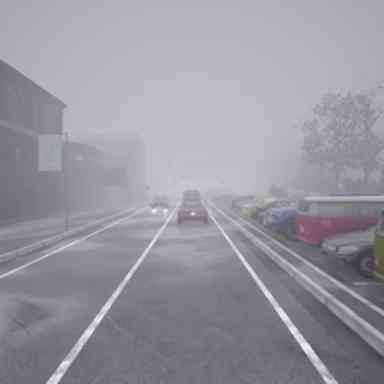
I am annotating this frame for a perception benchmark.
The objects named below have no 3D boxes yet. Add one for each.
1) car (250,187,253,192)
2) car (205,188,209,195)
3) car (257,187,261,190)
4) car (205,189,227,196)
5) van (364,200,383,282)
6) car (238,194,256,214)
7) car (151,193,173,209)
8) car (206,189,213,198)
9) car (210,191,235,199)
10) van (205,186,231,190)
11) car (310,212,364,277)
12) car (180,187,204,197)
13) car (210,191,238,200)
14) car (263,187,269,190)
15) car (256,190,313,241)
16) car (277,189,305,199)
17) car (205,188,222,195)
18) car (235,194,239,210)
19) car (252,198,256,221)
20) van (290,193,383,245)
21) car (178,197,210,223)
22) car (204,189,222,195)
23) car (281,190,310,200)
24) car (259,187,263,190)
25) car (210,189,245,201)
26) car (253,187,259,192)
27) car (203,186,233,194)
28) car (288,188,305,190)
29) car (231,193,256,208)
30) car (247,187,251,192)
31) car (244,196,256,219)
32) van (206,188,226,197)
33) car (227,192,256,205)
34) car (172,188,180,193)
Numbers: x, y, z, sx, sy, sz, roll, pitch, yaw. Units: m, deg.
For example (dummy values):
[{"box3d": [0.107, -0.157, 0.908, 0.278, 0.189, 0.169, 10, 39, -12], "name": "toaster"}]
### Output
[{"box3d": [18.790, 0.024, 88.562, 4.892, 1.521, 2.231, 0, 1, 0], "name": "car"}, {"box3d": [5.755, 0.427, 69.029, 4.892, 1.521, 2.231, 0, 1, 0], "name": "car"}, {"box3d": [18.779, 0.226, 80.210, 4.792, 1.488, 2.163, 0, 1, 0], "name": "car"}, {"box3d": [5.906, 0.136, 82.942, 5.366, 1.575, 1.946, 0, 1, 0], "name": "car"}, {"box3d": [6.184, 1.234, 6.613, 4.442, 1.987, 1.878, 0, 1, 0], "name": "van"}, {"box3d": [6.248, 1.147, 23.448, 5.366, 1.575, 1.946, 0, 1, 0], "name": "car"}, {"box3d": [-3.470, 1.060, 37.240, 2.033, 1.411, 5.357, 0, 1, 0], "name": "car"}, {"box3d": [5.608, 0.652, 57.898, 5.366, 1.575, 1.946, 0, 1, 0], "name": "car"}, {"box3d": [5.780, 0.581, 63.464, 4.674, 1.452, 2.002, 0, 1, 0], "name": "car"}, {"box3d": [5.636, 0.141, 71.931, 4.442, 1.987, 1.878, 0, 1, 0], "name": "van"}, {"box3d": [6.069, 1.453, 9.323, 4.674, 1.452, 2.002, 0, 1, 0], "name": "car"}, {"box3d": [-0.048, 0.669, 40.984, 2.150, 2.045, 5.566, 0, 1, 0], "name": "car"}, {"box3d": [5.815, 0.627, 60.682, 4.792, 1.488, 2.163, 0, 1, 0], "name": "car"}, {"box3d": [18.861, 0.115, 71.975, 5.566, 2.045, 2.435, 0, 1, 0], "name": "car"}, {"box3d": [6.037, 1.057, 14.967, 5.566, 2.045, 2.435, 0, 1, 0], "name": "car"}, {"box3d": [18.888, 0.412, 63.625, 4.553, 1.767, 2.185, 0, 1, 0], "name": "car"}, {"box3d": [5.673, -0.102, 88.506, 4.553, 1.767, 2.185, 0, 1, 0], "name": "car"}, {"box3d": [6.065, 1.138, 26.274, 4.674, 1.452, 2.002, 0, 1, 0], "name": "car"}, {"box3d": [6.070, 1.255, 17.798, 5.008, 1.535, 2.097, 0, 1, 0], "name": "car"}, {"box3d": [6.183, 1.135, 12.143, 4.442, 1.987, 1.878, 0, 1, 0], "name": "van"}, {"box3d": [0.055, 1.301, 22.601, 1.994, 1.385, 4.181, 0, 1, 0], "name": "car"}, {"box3d": [5.699, 0.004, 91.291, 4.674, 1.452, 2.002, 0, 1, 0], "name": "car"}, {"box3d": [18.896, 0.469, 60.841, 4.553, 1.767, 2.185, 0, 1, 0], "name": "car"}, {"box3d": [18.822, 0.254, 77.424, 5.008, 1.535, 2.097, 0, 1, 0], "name": "car"}, {"box3d": [5.817, 0.749, 55.258, 4.674, 1.452, 2.002, 1, 1, 0], "name": "car"}, {"box3d": [18.823, -0.045, 85.774, 4.553, 1.767, 2.185, 0, 1, 0], "name": "car"}, {"box3d": [5.717, 0.061, 74.589, 5.566, 2.045, 2.435, 0, 1, 0], "name": "car"}, {"box3d": [18.851, 0.586, 55.146, 4.553, 1.767, 2.185, 0, 1, 0], "name": "car"}, {"box3d": [6.064, 1.085, 29.099, 4.674, 1.452, 2.002, 0, 1, 0], "name": "car"}, {"box3d": [18.748, -0.288, 91.340, 5.566, 2.045, 2.435, 0, 1, 0], "name": "car"}, {"box3d": [6.059, 1.203, 20.622, 5.008, 1.535, 2.097, 0, 1, 0], "name": "car"}, {"box3d": [5.620, 0.029, 77.372, 4.442, 1.987, 1.878, 0, 1, 0], "name": "van"}, {"box3d": [6.090, 1.022, 31.925, 4.792, 1.488, 2.163, 0, 1, 0], "name": "car"}, {"box3d": [-3.639, -0.205, 78.500, 2.097, 1.767, 4.553, 0, 1, 0], "name": "car"}]
